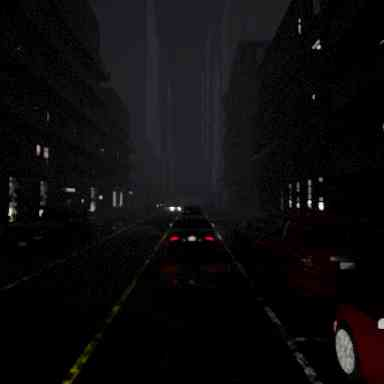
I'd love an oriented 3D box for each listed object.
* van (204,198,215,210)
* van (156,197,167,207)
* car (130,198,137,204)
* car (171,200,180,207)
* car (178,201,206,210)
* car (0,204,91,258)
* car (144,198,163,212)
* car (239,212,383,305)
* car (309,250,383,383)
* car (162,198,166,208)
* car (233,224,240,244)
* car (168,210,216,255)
[{"bbox_3d":[2.700,1.855,52.495,1.690,1.788,3.998,1,-1,0],"label":"van"},{"bbox_3d":[-5.818,1.962,63.522,1.690,1.788,3.998,1,-1,0],"label":"van"},{"bbox_3d":[-16.504,2.337,86.164,4.097,1.590,1.967,0,-2,0],"label":"car"},{"bbox_3d":[-3.038,2.230,64.409,1.895,1.301,4.718,0,-1,1],"label":"car"},{"bbox_3d":[0.001,1.797,29.308,1.837,1.490,4.892,0,0,0],"label":"car"},{"bbox_3d":[-5.674,1.451,13.661,2.192,1.841,5.009,1,-1,0],"label":"car"},{"bbox_3d":[-5.650,2.010,46.899,2.008,1.369,4.403,1,-1,0],"label":"car"},{"bbox_3d":[2.708,1.397,8.175,2.192,1.841,5.009,1,-1,0],"label":"car"},{"bbox_3d":[2.704,1.572,2.632,1.887,1.381,4.507,1,-1,0],"label":"car"},{"bbox_3d":[-5.651,2.095,52.439,1.802,1.307,4.206,1,-1,0],"label":"car"},{"bbox_3d":[2.702,1.719,13.712,1.802,1.307,4.206,1,-1,0],"label":"car"},{"bbox_3d":[-0.001,1.687,13.997,2.033,1.411,5.357,0,-1,0],"label":"car"}]
